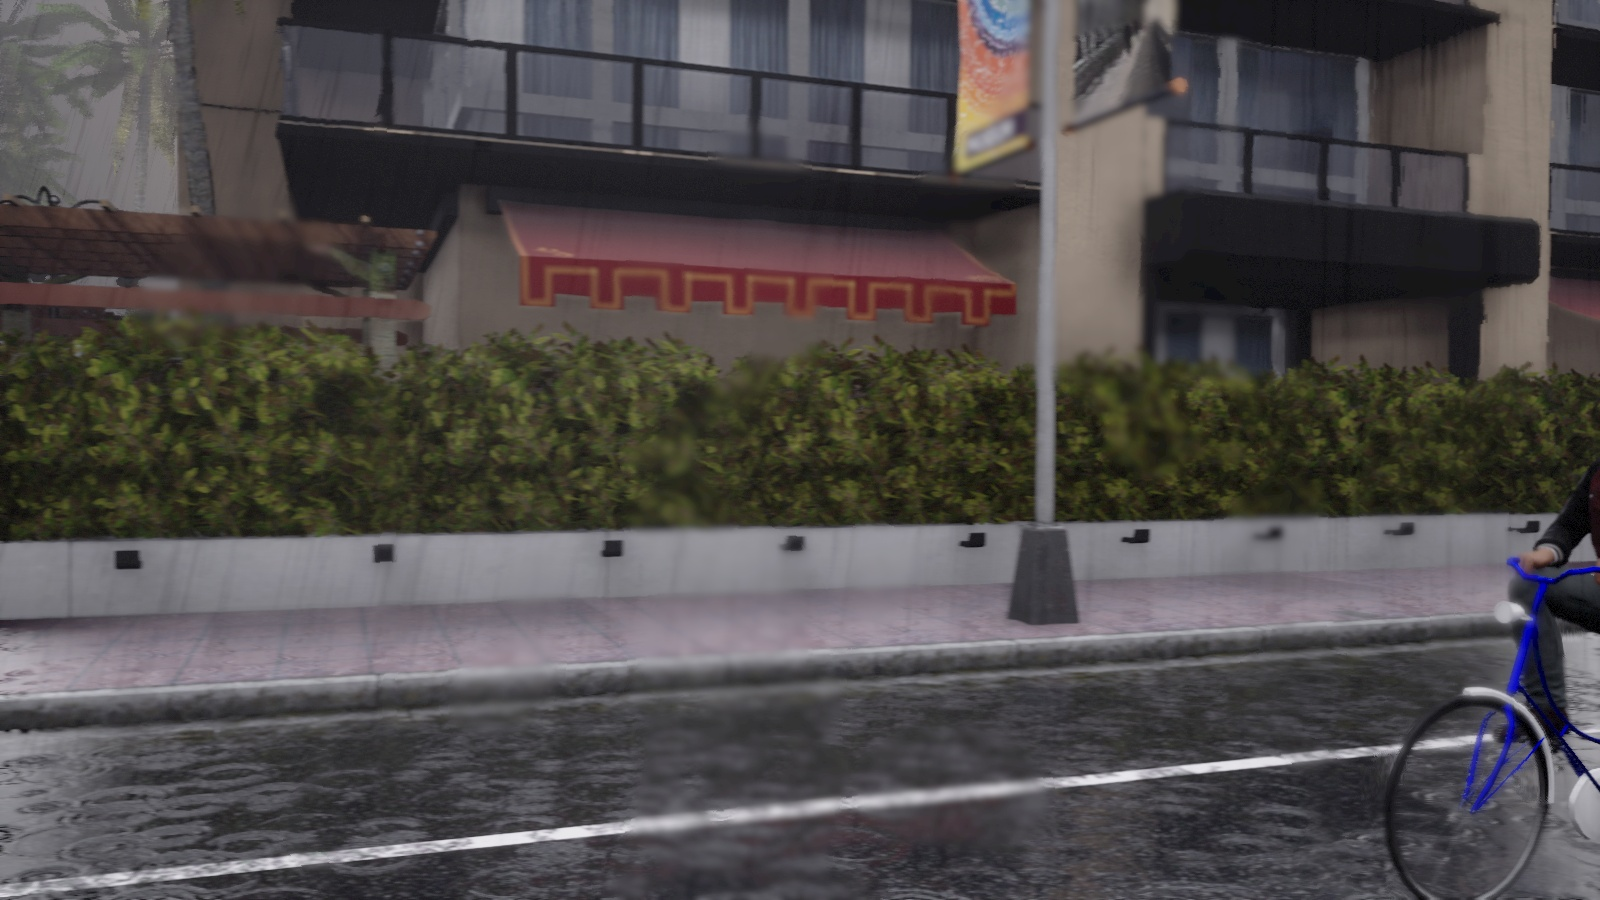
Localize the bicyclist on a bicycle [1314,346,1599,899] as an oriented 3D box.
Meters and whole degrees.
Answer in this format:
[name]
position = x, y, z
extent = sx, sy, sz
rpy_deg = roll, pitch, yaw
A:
[bicyclist on a bicycle]
position = 2.713, 0.572, 4.256
extent = 1.843, 1.776, 0.659
rpy_deg = -1, 1, -21
